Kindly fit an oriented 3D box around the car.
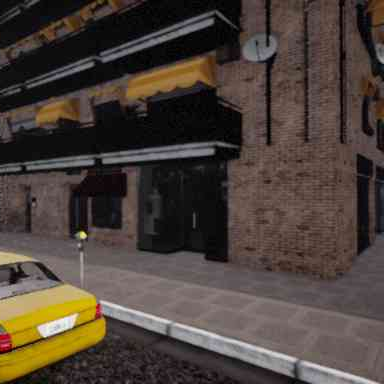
[{"bbox_3d":[-3.419,1.493,5.169,4.829,1.417,1.752,0,0,35],"label":"car"}]
